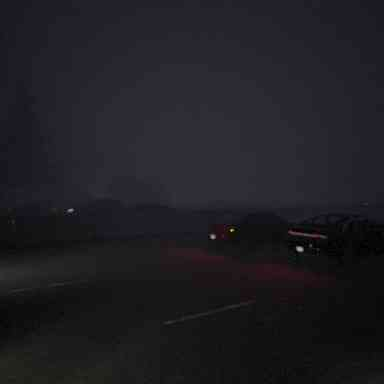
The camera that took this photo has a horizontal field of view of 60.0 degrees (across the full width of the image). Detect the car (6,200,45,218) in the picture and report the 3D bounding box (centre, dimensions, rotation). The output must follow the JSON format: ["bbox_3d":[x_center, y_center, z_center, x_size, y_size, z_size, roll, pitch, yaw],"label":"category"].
[{"bbox_3d":[-13.349,1.454,28.581,4.674,1.442,1.812,0,0,-33],"label":"car"}]

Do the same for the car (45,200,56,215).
[{"bbox_3d":[-8.994,1.411,27.189,5.008,1.535,1.882,0,0,-32],"label":"car"}]

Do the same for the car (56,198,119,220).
[{"bbox_3d":[-7.099,1.293,24.239,4.553,1.767,2.097,0,0,-32],"label":"car"}]

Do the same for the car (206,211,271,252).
[{"bbox_3d":[2.753,1.495,13.667,4.674,1.442,1.812,0,0,-31],"label":"car"}]

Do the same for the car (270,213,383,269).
[{"bbox_3d":[5.262,1.468,11.091,4.902,1.511,2.128,0,0,-31],"label":"car"}]

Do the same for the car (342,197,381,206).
[{"bbox_3d":[23.773,1.451,46.602,5.357,1.411,2.033,0,0,-19],"label":"car"}]

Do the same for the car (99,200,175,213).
[{"bbox_3d":[-3.416,1.452,22.419,4.892,1.490,1.837,0,0,-31],"label":"car"}]
